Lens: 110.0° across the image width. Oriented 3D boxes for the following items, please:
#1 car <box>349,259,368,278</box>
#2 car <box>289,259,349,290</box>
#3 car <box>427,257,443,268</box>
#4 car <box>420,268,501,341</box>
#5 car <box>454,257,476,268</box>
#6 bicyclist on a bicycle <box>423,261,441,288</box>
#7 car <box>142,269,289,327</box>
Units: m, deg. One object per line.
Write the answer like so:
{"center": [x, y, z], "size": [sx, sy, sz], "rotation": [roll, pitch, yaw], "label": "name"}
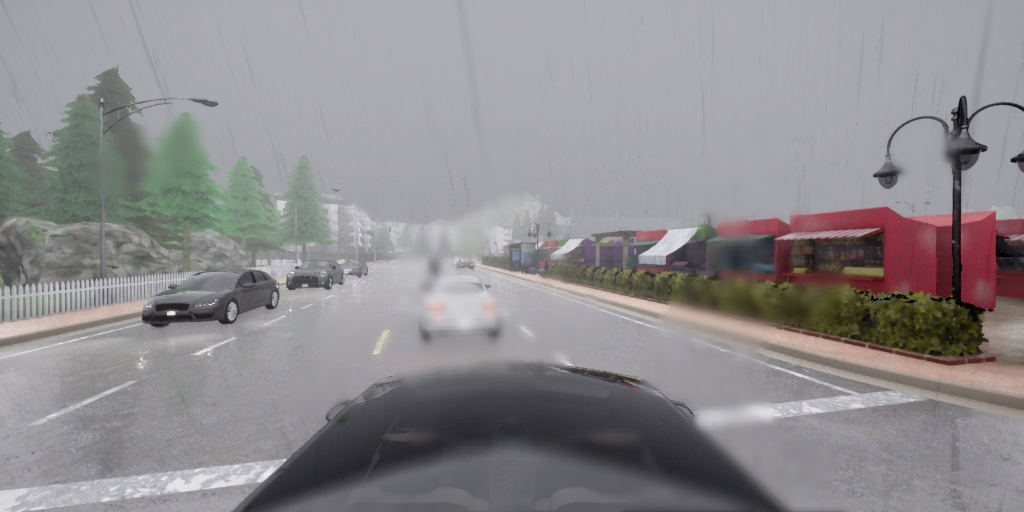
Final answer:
{"center": [-13.591, 1.033, 30.683], "size": [2.128, 1.511, 4.902], "rotation": [0, 0, -13], "label": "car"}
{"center": [-11.392, 0.965, 21.061], "size": [2.097, 1.767, 4.553], "rotation": [0, 0, -13], "label": "car"}
{"center": [-10.858, 0.897, 50.796], "size": [1.837, 1.490, 4.892], "rotation": [0, 0, -13], "label": "car"}
{"center": [-1.476, 1.225, 9.748], "size": [1.812, 1.442, 4.674], "rotation": [0, 0, -12], "label": "car"}
{"center": [-5.625, 1.046, 43.736], "size": [1.895, 1.301, 4.718], "rotation": [0, 0, -13], "label": "car"}
{"center": [-4.310, 1.078, 19.597], "size": [0.582, 1.620, 1.656], "rotation": [0, 1, 25], "label": "bicyclist on a bicycle"}
{"center": [-9.188, 1.190, 11.461], "size": [1.837, 1.490, 4.892], "rotation": [0, 0, -13], "label": "car"}
